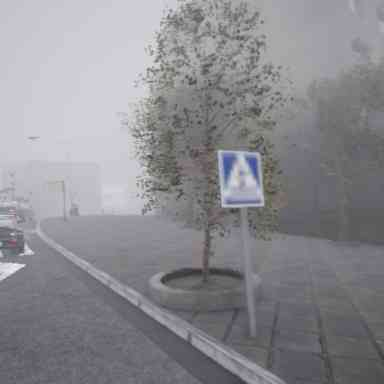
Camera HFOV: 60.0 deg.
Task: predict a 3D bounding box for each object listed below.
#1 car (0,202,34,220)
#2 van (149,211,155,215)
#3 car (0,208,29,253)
[{"bbox_3d":[-13.809,1.571,26.101,1.837,1.490,4.892,-3,-1,-15],"label":"car"},{"bbox_3d":[-6.905,4.664,66.736,1.878,1.987,4.442,5,-9,-44],"label":"van"},{"bbox_3d":[-8.028,1.644,13.656,1.812,1.442,4.674,-1,1,-31],"label":"car"}]
